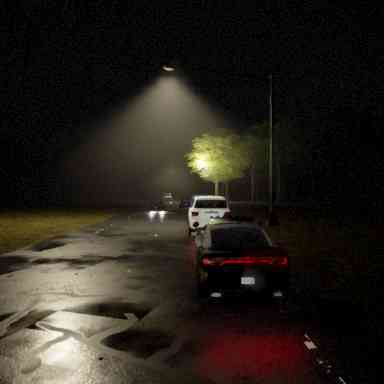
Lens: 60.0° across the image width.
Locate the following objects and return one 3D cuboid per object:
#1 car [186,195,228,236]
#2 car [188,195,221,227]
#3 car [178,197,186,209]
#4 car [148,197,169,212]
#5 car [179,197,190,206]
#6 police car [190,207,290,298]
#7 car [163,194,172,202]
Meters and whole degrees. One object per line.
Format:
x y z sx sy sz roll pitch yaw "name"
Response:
0.903 1.244 18.642 2.150 2.045 5.566 0 0 -1 "car"
0.809 1.249 24.651 2.150 2.045 5.566 0 0 -1 "car"
-0.782 1.642 46.168 1.994 1.385 4.181 0 0 -1 "car"
-4.243 1.629 40.618 1.994 1.385 4.181 0 0 -2 "car"
-1.320 1.623 59.870 1.837 1.490 4.892 -1 0 -3 "car"
1.009 1.428 8.696 1.930 1.638 5.238 0 0 0 "police car"
-5.974 1.444 81.470 2.150 2.045 5.566 0 0 -4 "car"
